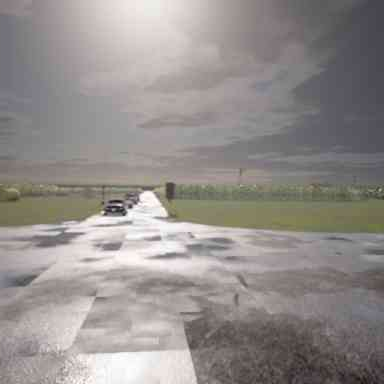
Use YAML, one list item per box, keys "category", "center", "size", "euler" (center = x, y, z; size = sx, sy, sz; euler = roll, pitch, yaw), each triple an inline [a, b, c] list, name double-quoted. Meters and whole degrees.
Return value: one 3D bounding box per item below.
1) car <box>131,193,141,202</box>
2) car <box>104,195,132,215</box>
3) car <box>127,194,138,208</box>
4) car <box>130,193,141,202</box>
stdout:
- category: "car"
  center: [-9.372, 1.031, 50.929]
  size: [2.097, 1.767, 4.553]
  euler: [1, 0, -7]
- category: "car"
  center: [-6.874, 1.291, 30.446]
  size: [1.837, 1.490, 4.892]
  euler: [1, 0, -6]
- category: "car"
  center: [-8.140, 1.278, 40.826]
  size: [2.033, 1.411, 5.357]
  euler: [1, 0, -7]
- category: "car"
  center: [-11.121, 1.086, 65.598]
  size: [1.882, 1.535, 5.008]
  euler: [1, 0, -7]
